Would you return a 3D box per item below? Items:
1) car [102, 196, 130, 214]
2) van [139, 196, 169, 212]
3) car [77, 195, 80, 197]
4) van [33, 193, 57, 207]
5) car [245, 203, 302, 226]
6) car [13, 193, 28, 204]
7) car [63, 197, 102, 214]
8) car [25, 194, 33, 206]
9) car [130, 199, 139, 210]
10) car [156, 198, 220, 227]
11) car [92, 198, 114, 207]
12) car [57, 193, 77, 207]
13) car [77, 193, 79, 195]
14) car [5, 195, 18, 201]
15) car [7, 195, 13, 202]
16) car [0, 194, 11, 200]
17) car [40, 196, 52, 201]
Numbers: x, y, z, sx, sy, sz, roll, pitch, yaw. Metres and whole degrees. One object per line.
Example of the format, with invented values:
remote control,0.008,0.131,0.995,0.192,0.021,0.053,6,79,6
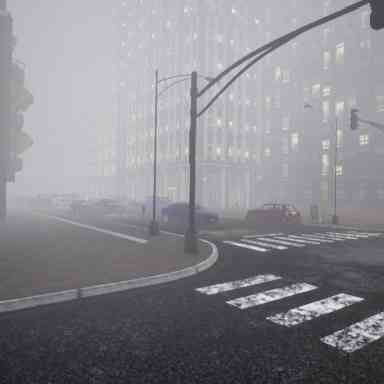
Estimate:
car,-8.437,1.433,33.891,1.837,1.490,4.892,1,-1,-35
van,-4.069,1.382,37.739,1.690,1.788,3.998,1,-1,-35
car,-14.464,1.519,47.811,2.033,1.411,5.357,1,-1,-35
van,-20.711,1.197,46.707,1.690,1.788,3.998,1,-1,-35
car,5.738,1.505,23.920,1.967,1.590,4.097,1,-1,-35
car,-30.520,1.155,60.525,2.192,1.841,5.009,1,-1,-35
car,-10.906,1.427,32.887,2.008,1.369,4.403,1,-1,-35
car,-23.985,1.432,51.311,1.802,1.307,4.206,1,-1,-35
car,-7.343,1.584,42.343,2.008,1.369,4.403,1,-1,-35
car,-0.202,1.426,22.283,1.882,1.535,5.008,1,0,-36
car,-13.883,1.586,51.555,1.947,1.339,4.313,1,-1,-35
car,-19.550,1.135,49.722,2.150,2.045,5.566,1,-1,-35
car,-20.524,1.181,56.276,2.150,2.045,5.566,1,-1,-35
car,-40.332,1.378,74.341,2.008,1.369,4.403,1,-1,-35
car,-37.063,1.396,69.735,1.947,1.339,4.313,1,-1,-35
car,-46.776,1.365,83.417,1.752,1.417,4.829,1,-1,-35
car,-36.771,1.570,83.796,1.802,1.307,4.206,1,-1,-35
